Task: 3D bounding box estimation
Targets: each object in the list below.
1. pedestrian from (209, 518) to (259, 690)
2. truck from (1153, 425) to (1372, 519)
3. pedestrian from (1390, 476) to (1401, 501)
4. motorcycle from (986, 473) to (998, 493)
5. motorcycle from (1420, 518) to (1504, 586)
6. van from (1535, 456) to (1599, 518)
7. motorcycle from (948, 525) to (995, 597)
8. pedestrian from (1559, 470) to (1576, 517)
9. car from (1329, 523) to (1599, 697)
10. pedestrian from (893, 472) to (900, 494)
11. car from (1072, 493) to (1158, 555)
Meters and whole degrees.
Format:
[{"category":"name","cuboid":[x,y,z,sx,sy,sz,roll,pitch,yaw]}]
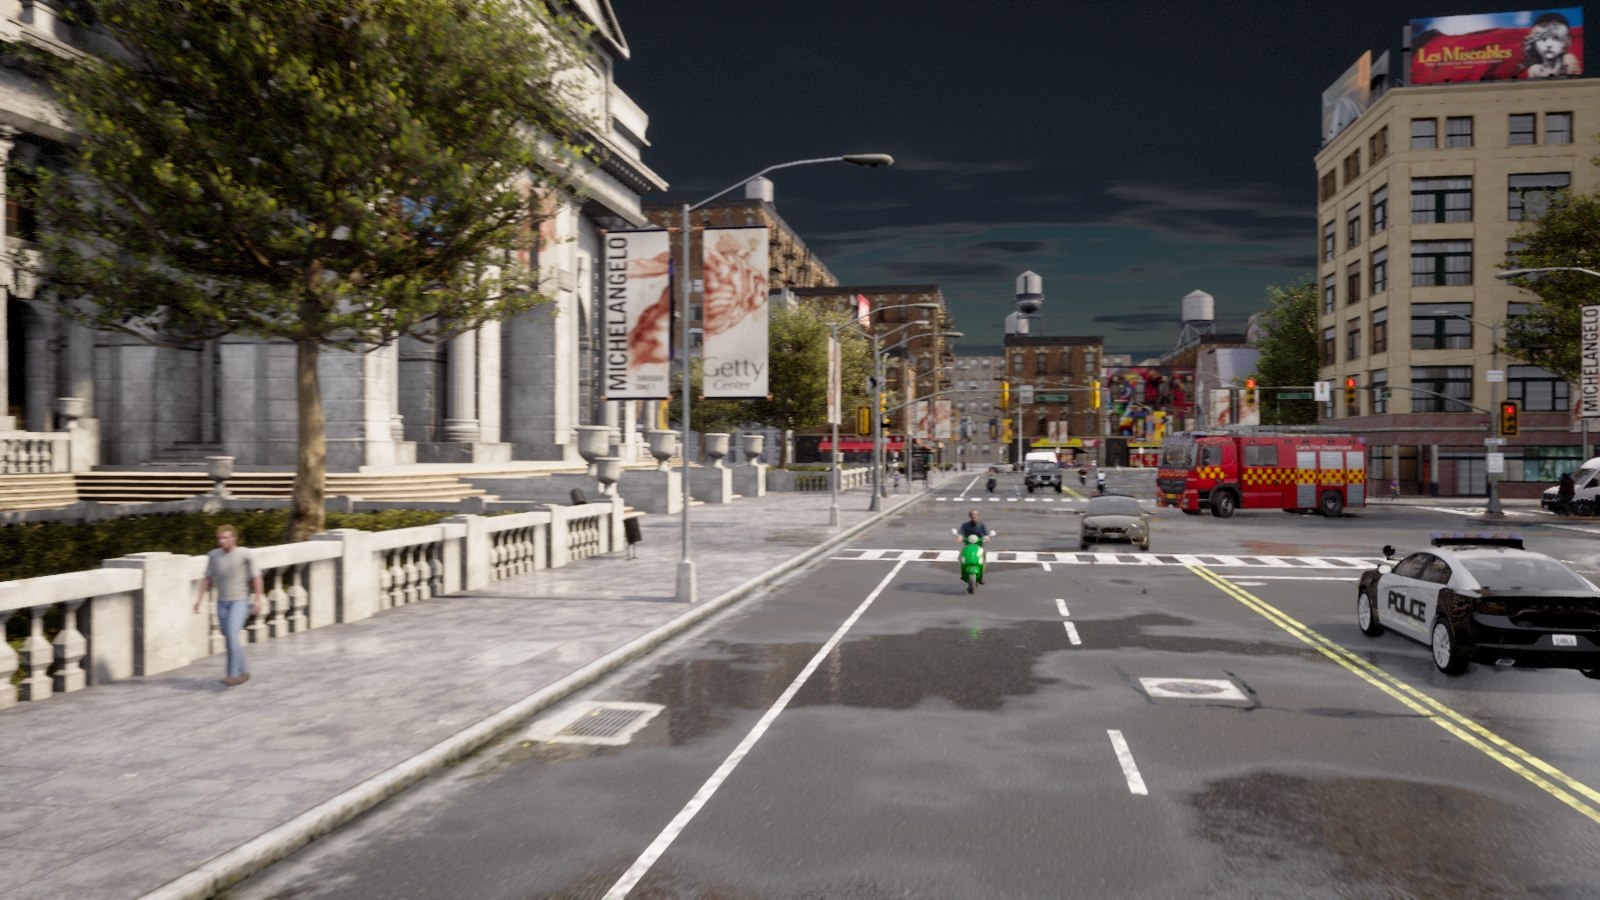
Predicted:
[{"category":"pedestrian","cuboid":[-6.282,1.692,12.687,0.375,1.860,0.375,0,0,0]},{"category":"truck","cuboid":[19.628,0.905,48.600,8.468,3.827,2.891,0,0,-13]},{"category":"pedestrian","cuboid":[31.004,1.999,59.497,0.375,1.300,0.375,0,0,10]},{"category":"motorcycle","cuboid":[12.792,2.178,76.208,0.764,1.277,2.356,0,0,10]},{"category":"motorcycle","cuboid":[14.331,2.181,24.814,0.764,1.277,2.356,0,0,9]},{"category":"van","cuboid":[34.688,1.560,48.198,5.915,2.561,1.988,0,0,10]},{"category":"motorcycle","cuboid":[3.431,2.184,22.728,0.856,1.236,1.805,0,0,11]},{"category":"pedestrian","cuboid":[30.584,1.727,45.529,0.375,1.860,0.375,0,0,-14]},{"category":"car","cuboid":[9.113,1.989,15.632,2.097,1.638,5.238,0,0,9]},{"category":"pedestrian","cuboid":[5.821,1.979,69.022,0.375,1.300,0.375,0,0,1]},{"category":"car","cuboid":[9.069,2.067,33.025,2.231,1.480,4.892,0,0,15]}]
